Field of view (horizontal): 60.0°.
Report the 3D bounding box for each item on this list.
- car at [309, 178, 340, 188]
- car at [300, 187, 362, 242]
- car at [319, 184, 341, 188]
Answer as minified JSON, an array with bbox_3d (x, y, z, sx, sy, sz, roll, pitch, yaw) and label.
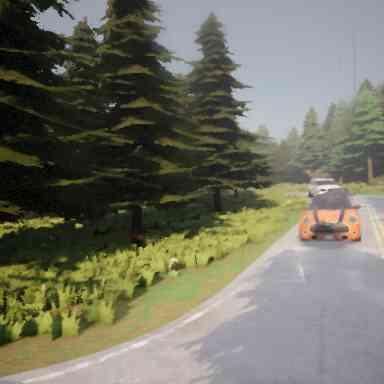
[{"bbox_3d":[13.083,-0.309,32.860,2.150,2.045,5.566,-3,2,7],"label":"car"},{"bbox_3d":[5.758,0.899,13.711,2.097,1.767,4.553,-3,2,26],"label":"car"},{"bbox_3d":[10.018,0.502,22.732,2.128,1.511,4.902,-3,2,23],"label":"car"}]
